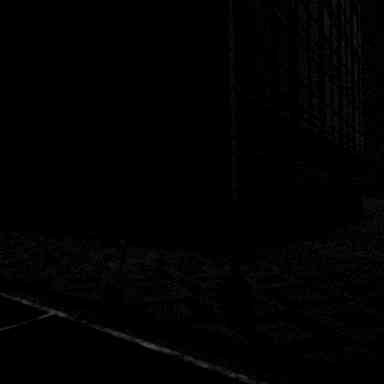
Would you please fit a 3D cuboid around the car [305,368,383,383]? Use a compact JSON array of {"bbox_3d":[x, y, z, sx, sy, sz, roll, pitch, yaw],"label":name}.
[{"bbox_3d":[2.294,1.554,1.220,4.313,1.339,1.947,-1,-1,36],"label":"car"}]
